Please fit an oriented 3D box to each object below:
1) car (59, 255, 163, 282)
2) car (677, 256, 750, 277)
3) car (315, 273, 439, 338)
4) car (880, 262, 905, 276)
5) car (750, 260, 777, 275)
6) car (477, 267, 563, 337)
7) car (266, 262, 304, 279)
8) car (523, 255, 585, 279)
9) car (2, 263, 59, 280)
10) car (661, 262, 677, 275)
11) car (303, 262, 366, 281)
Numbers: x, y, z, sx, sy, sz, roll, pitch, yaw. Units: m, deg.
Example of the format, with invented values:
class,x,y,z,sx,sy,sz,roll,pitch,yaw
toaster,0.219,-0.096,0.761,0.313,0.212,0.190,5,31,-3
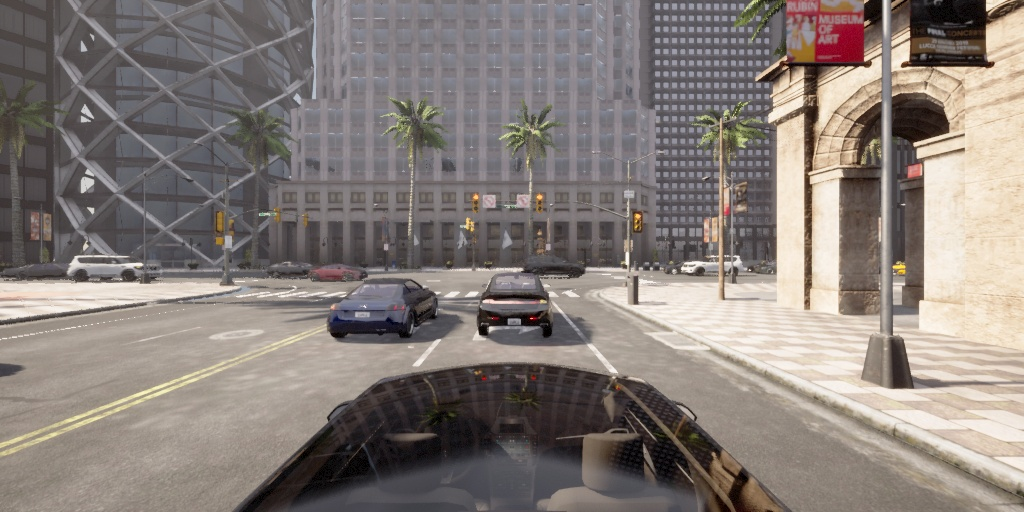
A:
class,x,y,z,sx,sy,sz,roll,pitch,yaw
car,-31.334,0.971,28.412,5.566,2.045,2.150,0,0,-6
car,19.989,0.972,35.787,5.566,2.045,2.150,0,0,0
car,-3.416,1.314,10.222,1.994,1.385,4.181,0,0,0
car,40.424,1.227,35.697,5.008,1.535,1.882,0,0,0
car,28.832,1.314,39.249,4.181,1.385,1.994,0,0,0
car,0.121,1.242,10.352,2.128,1.511,4.902,0,0,2
car,-19.257,1.243,32.159,4.902,1.511,2.128,0,0,-1
car,3.717,0.971,32.141,5.566,2.045,2.150,0,0,0
car,-38.942,1.297,30.497,5.357,1.411,2.033,0,0,-19
car,18.869,1.255,39.291,4.892,1.490,1.837,0,0,0
car,-13.839,1.314,28.678,4.181,1.385,1.994,0,0,0
